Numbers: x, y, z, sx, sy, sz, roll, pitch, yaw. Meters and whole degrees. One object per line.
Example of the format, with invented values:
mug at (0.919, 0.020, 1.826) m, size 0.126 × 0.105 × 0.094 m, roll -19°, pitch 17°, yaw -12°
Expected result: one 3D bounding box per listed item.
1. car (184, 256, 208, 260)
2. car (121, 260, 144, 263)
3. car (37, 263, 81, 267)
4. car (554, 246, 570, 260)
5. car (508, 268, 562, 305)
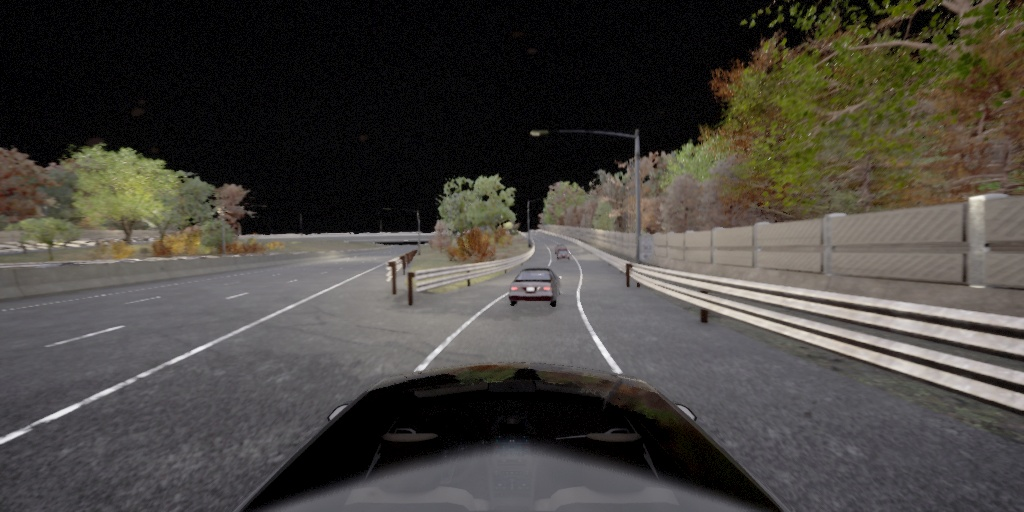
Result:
car at (-39.465, 0.774, 44.840) m, size 1.882 × 1.535 × 5.008 m, roll -2°, pitch 2°, yaw -14°
car at (-41.566, 1.129, 38.872) m, size 1.895 × 1.301 × 4.718 m, roll -2°, pitch 2°, yaw -14°
car at (-35.125, 1.256, 27.706) m, size 2.033 × 1.411 × 5.357 m, roll -2°, pitch 2°, yaw -14°
car at (7.355, -0.189, 51.676) m, size 2.033 × 1.411 × 5.357 m, roll -1°, pitch 4°, yaw 6°
car at (1.093, 1.206, 15.349) m, size 2.033 × 1.411 × 5.357 m, roll -1°, pitch 1°, yaw 10°
